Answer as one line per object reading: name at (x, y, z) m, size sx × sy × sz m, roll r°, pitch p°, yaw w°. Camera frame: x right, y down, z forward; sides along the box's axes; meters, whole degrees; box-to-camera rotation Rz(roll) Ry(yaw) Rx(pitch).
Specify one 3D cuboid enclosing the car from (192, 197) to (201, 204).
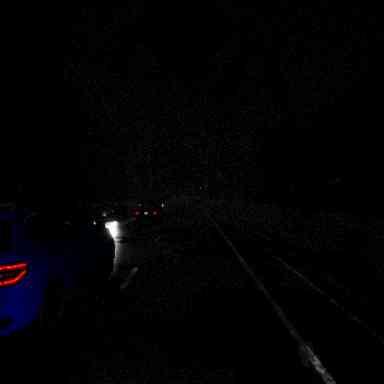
car at (0.976, 1.811, 73.650) m, size 1.812 × 1.442 × 4.674 m, roll 0°, pitch -1°, yaw 0°

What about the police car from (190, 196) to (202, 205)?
police car at (0.976, 1.630, 63.760) m, size 1.930 × 1.638 × 5.238 m, roll 0°, pitch 0°, yaw 0°

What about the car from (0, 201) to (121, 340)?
car at (-3.151, 1.202, 6.651) m, size 2.150 × 2.045 × 5.566 m, roll 0°, pitch 0°, yaw 0°

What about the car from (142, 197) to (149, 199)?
car at (-9.750, 1.795, 69.471) m, size 1.994 × 1.385 × 4.181 m, roll 0°, pitch 0°, yaw 0°

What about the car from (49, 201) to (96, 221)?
car at (-9.850, 1.527, 28.038) m, size 2.033 × 1.411 × 5.357 m, roll 0°, pitch 0°, yaw 0°

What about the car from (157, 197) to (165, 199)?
car at (-6.500, 1.780, 69.055) m, size 2.033 × 1.411 × 5.357 m, roll 0°, pitch 0°, yaw 0°

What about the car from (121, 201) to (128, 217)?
car at (-6.597, 1.470, 27.555) m, size 2.128 × 1.511 × 4.902 m, roll 0°, pitch 0°, yaw 0°

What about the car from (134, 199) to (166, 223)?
car at (-3.152, 1.520, 25.348) m, size 2.033 × 1.411 × 5.357 m, roll 0°, pitch 0°, yaw 0°
